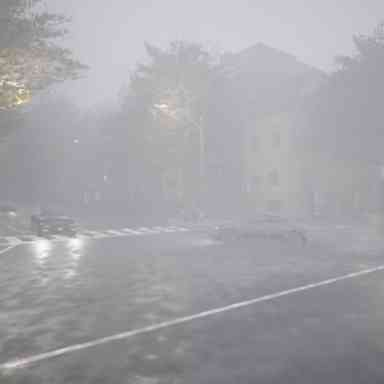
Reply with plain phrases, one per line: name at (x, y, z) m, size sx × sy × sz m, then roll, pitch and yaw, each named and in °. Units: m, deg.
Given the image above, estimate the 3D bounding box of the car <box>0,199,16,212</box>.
car at (-21.997, 1.549, 38.960) m, size 1.812 × 1.442 × 4.674 m, roll 0°, pitch 0°, yaw -35°

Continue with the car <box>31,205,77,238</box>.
car at (-7.652, 1.523, 18.287) m, size 1.837 × 1.490 × 4.892 m, roll 1°, pitch 1°, yaw -31°

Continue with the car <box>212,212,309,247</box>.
car at (3.035, 1.620, 14.984) m, size 4.181 × 1.385 × 1.994 m, roll 0°, pitch 0°, yaw 10°
